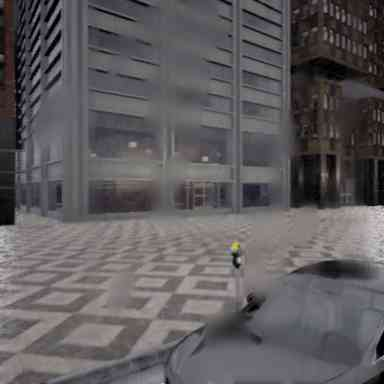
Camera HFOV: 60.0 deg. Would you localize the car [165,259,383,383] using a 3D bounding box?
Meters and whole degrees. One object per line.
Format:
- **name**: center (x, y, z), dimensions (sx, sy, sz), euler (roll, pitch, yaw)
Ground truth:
- **car**: center (1.766, 1.559, 3.782), dimensions (4.313, 1.339, 1.947), euler (0, 0, -35)
